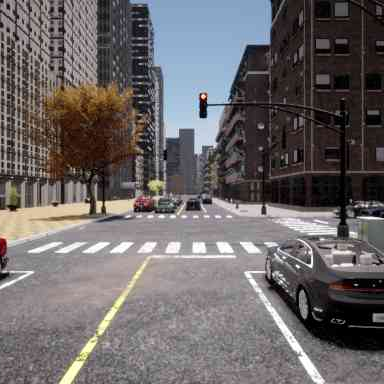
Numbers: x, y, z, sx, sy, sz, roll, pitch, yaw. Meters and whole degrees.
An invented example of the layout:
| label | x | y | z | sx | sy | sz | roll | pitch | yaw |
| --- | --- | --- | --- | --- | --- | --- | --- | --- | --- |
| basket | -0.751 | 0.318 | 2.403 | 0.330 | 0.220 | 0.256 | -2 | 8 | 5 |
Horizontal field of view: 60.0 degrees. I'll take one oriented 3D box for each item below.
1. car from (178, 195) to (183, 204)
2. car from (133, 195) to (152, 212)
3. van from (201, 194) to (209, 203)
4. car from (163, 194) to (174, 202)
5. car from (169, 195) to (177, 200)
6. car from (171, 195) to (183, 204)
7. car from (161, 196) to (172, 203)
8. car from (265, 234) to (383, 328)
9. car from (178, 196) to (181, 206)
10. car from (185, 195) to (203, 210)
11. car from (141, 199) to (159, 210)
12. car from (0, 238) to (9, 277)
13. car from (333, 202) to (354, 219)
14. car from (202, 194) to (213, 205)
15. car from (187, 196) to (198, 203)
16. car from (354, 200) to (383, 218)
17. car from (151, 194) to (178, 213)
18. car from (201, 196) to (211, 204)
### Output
| label | x | y | z | sx | sy | sz | roll | pitch | yaw |
| --- | --- | --- | --- | --- | --- | --- | --- | --- | --- |
| car | -2.959 | 1.529 | 55.291 | 2.128 | 1.511 | 4.902 | 0 | 0 | 0 |
| car | -5.600 | 1.336 | 39.313 | 2.192 | 1.841 | 5.009 | 0 | 0 | 0 |
| van | 2.860 | 1.402 | 72.431 | 1.690 | 1.788 | 3.998 | 0 | 0 | 0 |
| car | -5.508 | 1.386 | 77.973 | 2.192 | 1.841 | 5.009 | 0 | 0 | 0 |
| car | -5.469 | 1.654 | 94.542 | 2.008 | 1.369 | 4.403 | 0 | 0 | 0 |
| car | -2.889 | 1.402 | 65.096 | 2.097 | 1.767 | 4.553 | 0 | 0 | 1 |
| car | -5.521 | 1.627 | 72.451 | 1.947 | 1.339 | 4.313 | 0 | 0 | 0 |
| car | 2.705 | 1.551 | 6.905 | 2.008 | 1.369 | 4.403 | 0 | 0 | 0 |
| car | -2.990 | 1.629 | 45.979 | 1.895 | 1.301 | 4.718 | 0 | 0 | 0 |
| car | 0.195 | 1.531 | 43.925 | 1.837 | 1.490 | 4.892 | 0 | 0 | 0 |
| car | -5.586 | 1.592 | 44.836 | 1.947 | 1.339 | 4.313 | 0 | 0 | 0 |
| car | -5.675 | 1.545 | 6.925 | 1.887 | 1.381 | 4.507 | 0 | 0 | 0 |
| car | 13.487 | 1.350 | 26.286 | 4.403 | 1.369 | 2.008 | -1 | 1 | 0 |
| car | 2.834 | 1.611 | 61.384 | 1.947 | 1.339 | 4.313 | 0 | 0 | 0 |
| car | 0.169 | 1.548 | 69.305 | 2.128 | 1.511 | 4.902 | 0 | 0 | 0 |
| car | 14.936 | 1.327 | 23.691 | 5.357 | 1.411 | 2.033 | -1 | 0 | 3 |
| car | -2.985 | 1.371 | 36.995 | 2.097 | 1.767 | 4.553 | 0 | 0 | -1 |
| car | 2.847 | 1.578 | 67.077 | 1.752 | 1.417 | 4.829 | 0 | 0 | 0 |
